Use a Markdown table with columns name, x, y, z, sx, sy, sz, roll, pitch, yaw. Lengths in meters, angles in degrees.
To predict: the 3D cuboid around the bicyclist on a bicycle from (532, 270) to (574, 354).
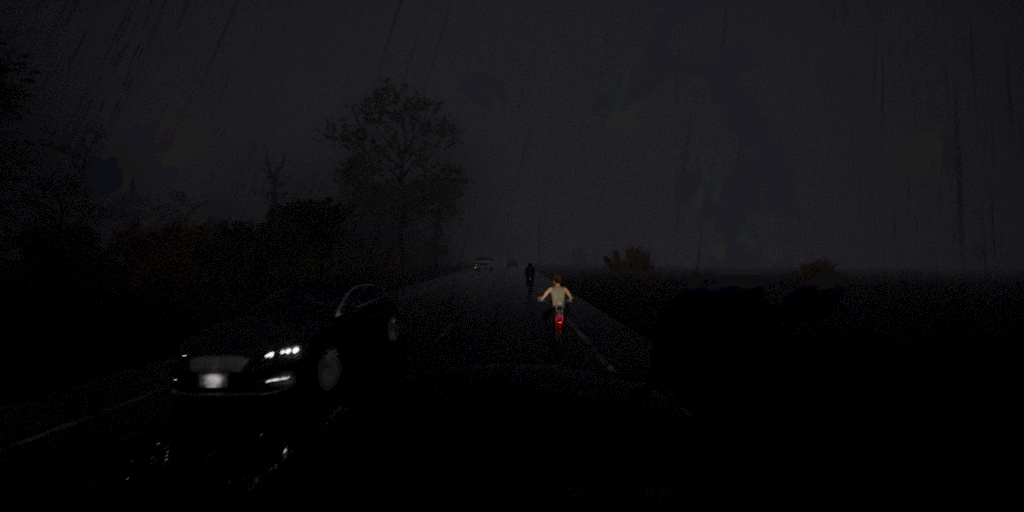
| name | x | y | z | sx | sy | sz | roll | pitch | yaw |
| --- | --- | --- | --- | --- | --- | --- | --- | --- | --- |
| bicyclist on a bicycle | 0.970 | 1.188 | 7.804 | 0.866 | 1.612 | 1.509 | 0 | 0 | 0 |

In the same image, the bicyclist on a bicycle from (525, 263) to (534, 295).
| name | x | y | z | sx | sy | sz | roll | pitch | yaw |
| --- | --- | --- | --- | --- | --- | --- | --- | --- | --- |
| bicyclist on a bicycle | 0.962 | 1.206 | 19.105 | 0.582 | 1.620 | 1.656 | 0 | 0 | 0 |

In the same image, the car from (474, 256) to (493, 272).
| name | x | y | z | sx | sy | sz | roll | pitch | yaw |
| --- | --- | --- | --- | --- | --- | --- | --- | --- | --- |
| car | -3.597 | 0.968 | 46.734 | 2.150 | 2.045 | 5.566 | 0 | 0 | 0 |

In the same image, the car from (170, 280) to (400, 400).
| name | x | y | z | sx | sy | sz | roll | pitch | yaw |
| --- | --- | --- | --- | --- | --- | --- | --- | --- | --- |
| car | -3.600 | 1.243 | 6.774 | 2.128 | 1.511 | 4.902 | 0 | 0 | 0 |

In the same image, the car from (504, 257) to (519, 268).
| name | x | y | z | sx | sy | sz | roll | pitch | yaw |
| --- | --- | --- | --- | --- | --- | --- | --- | --- | --- |
| car | 0.098 | 1.238 | 60.596 | 1.837 | 1.490 | 4.892 | 0 | -1 | 0 |
